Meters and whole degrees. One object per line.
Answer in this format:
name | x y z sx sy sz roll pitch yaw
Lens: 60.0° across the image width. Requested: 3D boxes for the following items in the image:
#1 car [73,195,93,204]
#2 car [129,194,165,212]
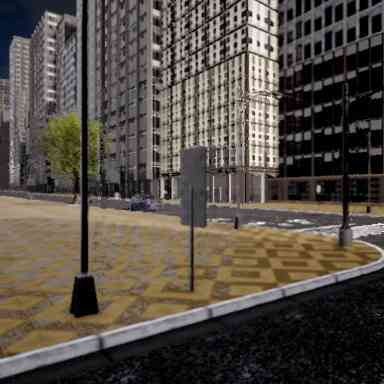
car | -16.391 1.075 49.956 1.994 1.385 4.181 0 0 -37
car | -4.660 1.034 34.225 2.097 1.767 4.553 0 0 -37
